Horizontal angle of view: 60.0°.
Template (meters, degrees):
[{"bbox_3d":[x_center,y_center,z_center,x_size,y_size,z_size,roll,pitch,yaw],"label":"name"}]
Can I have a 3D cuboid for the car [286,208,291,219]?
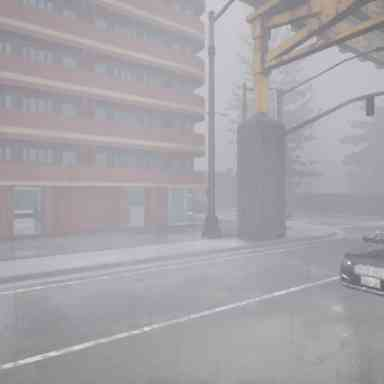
[{"bbox_3d":[6.239,1.523,28.463,1.812,1.442,4.674,0,0,-36],"label":"car"}]

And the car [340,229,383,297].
[{"bbox_3d":[5.475,1.490,7.923,4.902,1.511,2.128,0,0,-36],"label":"car"}]

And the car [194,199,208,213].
[{"bbox_3d":[0.276,1.475,36.833,1.882,1.535,5.008,0,0,-36],"label":"car"}]
